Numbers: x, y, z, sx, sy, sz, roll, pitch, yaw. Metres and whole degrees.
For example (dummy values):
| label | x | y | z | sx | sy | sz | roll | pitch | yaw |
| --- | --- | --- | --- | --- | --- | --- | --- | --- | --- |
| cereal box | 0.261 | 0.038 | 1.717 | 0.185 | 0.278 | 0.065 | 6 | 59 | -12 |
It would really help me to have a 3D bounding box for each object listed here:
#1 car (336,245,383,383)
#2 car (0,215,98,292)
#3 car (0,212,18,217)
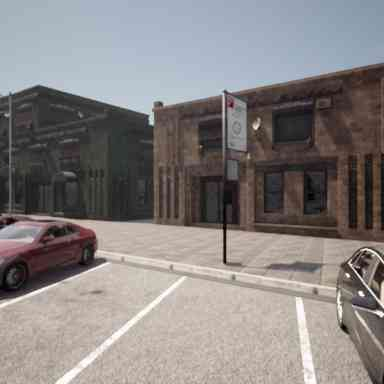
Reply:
| label | x | y | z | sx | sy | sz | roll | pitch | yaw |
| --- | --- | --- | --- | --- | --- | --- | --- | --- | --- |
| car | 2.970 | 1.487 | 3.976 | 2.231 | 1.521 | 4.892 | 1 | -1 | 15 |
| car | -4.365 | 1.523 | 9.192 | 2.002 | 1.452 | 4.674 | 1 | -1 | 16 |
| car | -6.817 | 1.512 | 10.906 | 2.163 | 1.488 | 4.792 | 1 | -1 | 16 |
